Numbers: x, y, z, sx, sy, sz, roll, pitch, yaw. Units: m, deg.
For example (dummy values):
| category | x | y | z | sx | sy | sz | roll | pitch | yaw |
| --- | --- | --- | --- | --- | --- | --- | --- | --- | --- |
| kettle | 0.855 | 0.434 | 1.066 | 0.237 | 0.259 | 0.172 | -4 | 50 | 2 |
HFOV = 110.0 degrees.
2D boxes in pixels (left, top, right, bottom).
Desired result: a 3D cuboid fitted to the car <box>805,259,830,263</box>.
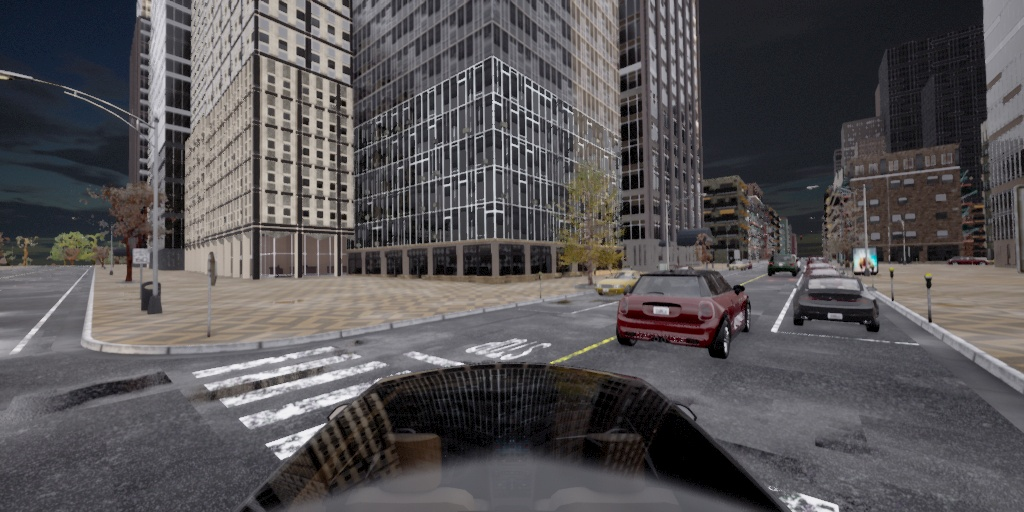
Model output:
| category | x | y | z | sx | sy | sz | roll | pitch | yaw |
| --- | --- | --- | --- | --- | --- | --- | --- | --- | --- |
| car | 23.515 | 1.162 | 27.380 | 1.888 | 1.381 | 4.507 | 0 | 0 | 40 |

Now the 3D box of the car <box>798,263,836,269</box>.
| category | x | y | z | sx | sy | sz | roll | pitch | yaw |
| --- | --- | --- | --- | --- | --- | --- | --- | --- | --- |
| car | 16.369 | 1.223 | 18.861 | 1.802 | 1.307 | 4.207 | 0 | 0 | 40 |

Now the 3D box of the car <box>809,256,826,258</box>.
| category | x | y | z | sx | sy | sz | roll | pitch | yaw |
| --- | --- | --- | --- | --- | --- | --- | --- | --- | --- |
| car | 34.233 | 0.896 | 40.157 | 2.192 | 1.841 | 5.009 | 0 | 0 | 40 |

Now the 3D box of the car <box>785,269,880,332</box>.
| category | x | y | z | sx | sy | sz | roll | pitch | yaw |
| --- | --- | --- | --- | --- | --- | --- | --- | --- | --- |
| car | 9.223 | 1.215 | 10.342 | 2.007 | 1.370 | 4.403 | 0 | 0 | 40 |

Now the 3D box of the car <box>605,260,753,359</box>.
| category | x | y | z | sx | sy | sz | roll | pitch | yaw |
| --- | --- | --- | --- | --- | --- | --- | --- | --- | --- |
| car | 4.313 | 1.096 | 8.709 | 2.097 | 1.767 | 4.553 | -2 | -1 | 40 |

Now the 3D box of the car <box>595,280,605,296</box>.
| category | x | y | z | sx | sy | sz | roll | pitch | yaw |
| --- | --- | --- | --- | --- | --- | --- | --- | --- | --- |
| car | 6.268 | 1.393 | 19.856 | 1.751 | 1.417 | 4.829 | 0 | 0 | 40 |

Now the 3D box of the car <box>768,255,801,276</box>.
| category | x | y | z | sx | sy | sz | roll | pitch | yaw |
| --- | --- | --- | --- | --- | --- | --- | --- | --- | --- |
| car | 26.384 | 0.890 | 34.913 | 2.150 | 2.045 | 5.566 | -2 | -1 | 40 |
